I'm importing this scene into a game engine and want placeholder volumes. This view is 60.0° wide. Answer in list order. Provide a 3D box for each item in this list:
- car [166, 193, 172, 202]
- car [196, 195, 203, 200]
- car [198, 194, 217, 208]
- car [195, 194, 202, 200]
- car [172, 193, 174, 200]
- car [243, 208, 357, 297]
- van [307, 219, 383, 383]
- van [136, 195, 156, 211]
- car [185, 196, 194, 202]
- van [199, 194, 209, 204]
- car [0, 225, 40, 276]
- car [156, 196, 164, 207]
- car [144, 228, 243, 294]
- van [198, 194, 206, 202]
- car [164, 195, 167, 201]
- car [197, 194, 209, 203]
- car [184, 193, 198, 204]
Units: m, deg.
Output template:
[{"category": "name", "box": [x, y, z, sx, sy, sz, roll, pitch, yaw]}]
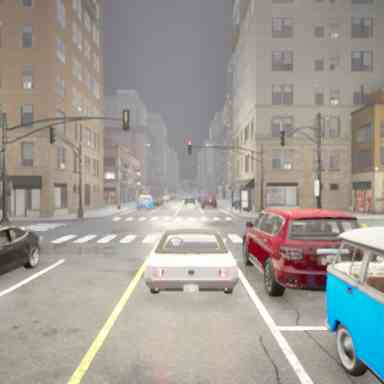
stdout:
[{"category": "car", "box": [-5.968, 1.463, 72.673, 1.752, 1.417, 4.829, 0, 0, 0]}, {"category": "car", "box": [1.964, 1.447, 89.296, 1.752, 1.417, 4.829, 0, 0, 0]}, {"category": "car", "box": [2.350, 1.277, 45.878, 2.192, 1.841, 5.009, 0, 0, 0]}, {"category": "car", "box": [1.917, 1.357, 94.532, 1.967, 1.590, 4.097, 0, 0, 0]}, {"category": "car", "box": [-6.011, 1.483, 78.248, 2.008, 1.369, 4.403, 0, 0, 0]}, {"category": "car", "box": [2.581, 1.309, 8.507, 2.192, 1.841, 5.009, 0, 0, 0]}, {"category": "van", "box": [2.625, 1.339, 2.996, 1.690, 1.788, 3.998, 0, 0, 0]}, {"category": "van", "box": [-5.719, 1.308, 40.406, 1.690, 1.788, 3.998, 0, 0, 0]}, {"category": "car", "box": [-0.592, 1.530, 75.681, 1.895, 1.301, 4.718, 0, 0, 0]}, {"category": "van", "box": [2.206, 1.288, 62.096, 1.690, 1.788, 3.998, 0, 0, 0]}, {"category": "car", "box": [-5.443, 1.560, 8.443, 1.947, 1.339, 4.313, 0, 0, 0]}, {"category": "car", "box": [-5.802, 1.523, 51.218, 1.947, 1.339, 4.313, 0, 0, 0]}, {"category": "car", "box": [-0.009, 1.594, 8.729, 1.895, 1.301, 4.718, 0, 0, 0]}, {"category": "van", "box": [2.109, 1.278, 72.908, 1.690, 1.788, 3.998, 0, 0, 0]}, {"category": "car", "box": [-5.844, 1.497, 56.624, 1.887, 1.381, 4.507, 0, 0, 0]}, {"category": "car", "box": [2.158, 1.257, 67.502, 2.192, 1.841, 5.009, 0, 0, 0]}, {"category": "car", "box": [-0.374, 1.439, 60.591, 2.128, 1.511, 4.902, 0, 0, 0]}]
